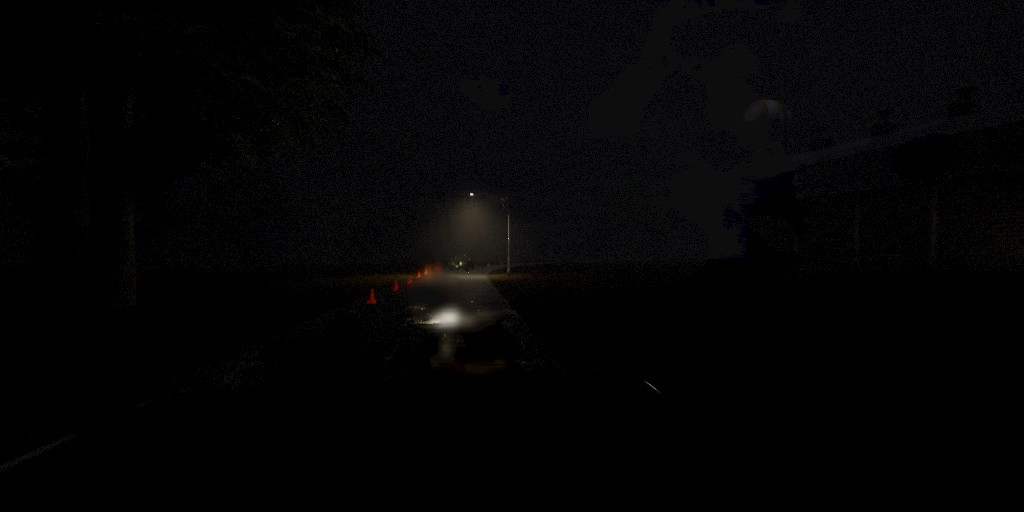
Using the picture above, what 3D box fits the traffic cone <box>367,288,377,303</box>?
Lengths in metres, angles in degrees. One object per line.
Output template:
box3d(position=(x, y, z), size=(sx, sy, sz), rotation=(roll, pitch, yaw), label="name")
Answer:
box3d(position=(-5.887, 1.652, 15.076), size=(0.340, 0.580, 0.340), rotation=(0, 0, -7), label="traffic cone")

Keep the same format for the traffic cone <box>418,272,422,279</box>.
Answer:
box3d(position=(-7.697, 1.583, 29.967), size=(0.340, 0.580, 0.340), rotation=(0, 0, -7), label="traffic cone")

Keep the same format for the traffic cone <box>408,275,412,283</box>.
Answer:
box3d(position=(-7.094, 1.606, 25.003), size=(0.340, 0.580, 0.340), rotation=(0, 0, -7), label="traffic cone")

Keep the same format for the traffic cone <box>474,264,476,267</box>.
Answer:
box3d(position=(-5.729, 1.404, 55.712), size=(0.340, 0.580, 0.340), rotation=(0, 0, 17), label="traffic cone")

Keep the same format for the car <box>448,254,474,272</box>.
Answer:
box3d(position=(-5.989, 0.797, 43.264), size=(2.150, 2.045, 5.566), rotation=(0, 0, 5), label="car")

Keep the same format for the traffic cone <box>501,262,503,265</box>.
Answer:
box3d(position=(-1.870, 1.264, 65.387), size=(0.340, 0.580, 0.340), rotation=(0, 0, 27), label="traffic cone")

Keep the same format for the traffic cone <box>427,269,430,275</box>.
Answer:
box3d(position=(-8.190, 1.560, 35.105), size=(0.340, 0.580, 0.340), rotation=(0, 0, -3), label="traffic cone")

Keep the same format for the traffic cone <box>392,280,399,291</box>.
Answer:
box3d(position=(-6.490, 1.629, 20.040), size=(0.340, 0.580, 0.340), rotation=(0, 0, -7), label="traffic cone")

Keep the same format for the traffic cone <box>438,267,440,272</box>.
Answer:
box3d(position=(-8.249, 1.536, 40.317), size=(0.340, 0.580, 0.340), rotation=(0, 0, 2), label="traffic cone")

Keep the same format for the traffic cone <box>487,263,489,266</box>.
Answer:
box3d(position=(-4.009, 1.339, 60.634), size=(0.340, 0.580, 0.340), rotation=(0, 0, 22), label="traffic cone")
